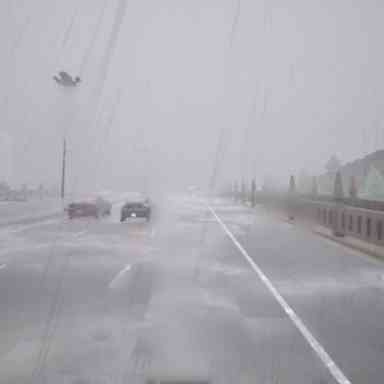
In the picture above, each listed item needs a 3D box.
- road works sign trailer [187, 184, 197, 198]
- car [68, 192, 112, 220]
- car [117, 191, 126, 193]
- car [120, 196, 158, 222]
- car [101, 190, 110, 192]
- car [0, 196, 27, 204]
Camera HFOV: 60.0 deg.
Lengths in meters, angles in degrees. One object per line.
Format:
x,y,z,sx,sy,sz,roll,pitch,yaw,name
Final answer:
-0.025,0.007,77.469,2.380,3.560,2.880,0,-4,0,road works sign trailer
-6.915,1.001,22.964,1.882,1.535,5.008,0,1,0,car
-14.024,0.517,67.053,1.994,1.385,4.181,0,-2,0,car
-3.416,1.051,21.893,1.837,1.490,4.892,0,1,0,car
-17.522,0.420,67.041,1.882,1.535,5.008,0,-2,0,car
-14.105,1.032,25.436,1.994,1.385,4.181,0,1,0,car
